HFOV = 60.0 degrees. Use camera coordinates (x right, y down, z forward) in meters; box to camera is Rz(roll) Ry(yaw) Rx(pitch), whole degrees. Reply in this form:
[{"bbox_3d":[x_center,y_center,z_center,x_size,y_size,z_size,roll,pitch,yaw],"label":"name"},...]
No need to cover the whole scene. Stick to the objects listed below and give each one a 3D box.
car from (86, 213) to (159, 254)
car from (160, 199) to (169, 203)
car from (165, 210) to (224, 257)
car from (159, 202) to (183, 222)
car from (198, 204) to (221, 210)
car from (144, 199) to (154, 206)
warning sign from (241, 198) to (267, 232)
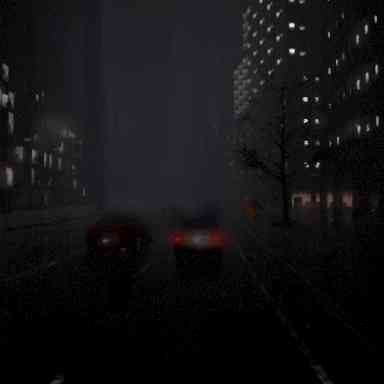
[{"bbox_3d":[-2.878,1.617,14.253,1.882,1.535,5.008,0,0,4],"label":"car"},{"bbox_3d":[-5.894,2.213,70.716,2.128,1.511,4.902,0,-1,-5],"label":"car"},{"bbox_3d":[0.330,1.678,13.591,2.033,1.411,5.357,0,-1,3],"label":"car"},{"bbox_3d":[-1.734,1.850,28.986,1.994,1.385,4.181,0,-1,4],"label":"car"},{"bbox_3d":[1.521,1.760,28.963,1.882,1.535,5.008,0,0,4],"label":"car"},{"bbox_3d":[-9.119,2.227,70.251,1.994,1.385,4.181,0,-1,-5],"label":"car"},{"bbox_3d":[3.557,1.296,19.223,1.300,1.860,1.060,-1,-2,5],"label":"warning sign"}]
